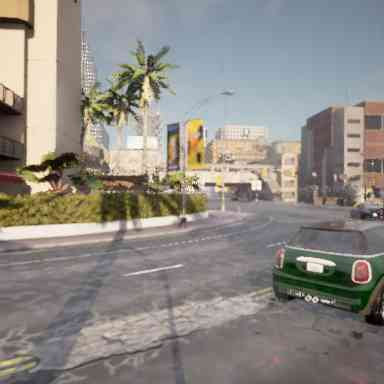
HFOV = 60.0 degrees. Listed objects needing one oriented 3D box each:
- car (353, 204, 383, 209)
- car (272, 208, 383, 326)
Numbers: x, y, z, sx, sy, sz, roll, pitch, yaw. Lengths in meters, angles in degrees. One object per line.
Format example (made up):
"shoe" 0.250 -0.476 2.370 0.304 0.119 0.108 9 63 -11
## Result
"car" 16.263 1.825 31.039 1.812 1.442 4.674 0 0 11
"car" 3.810 1.424 7.545 4.553 1.767 2.097 1 -1 -43
